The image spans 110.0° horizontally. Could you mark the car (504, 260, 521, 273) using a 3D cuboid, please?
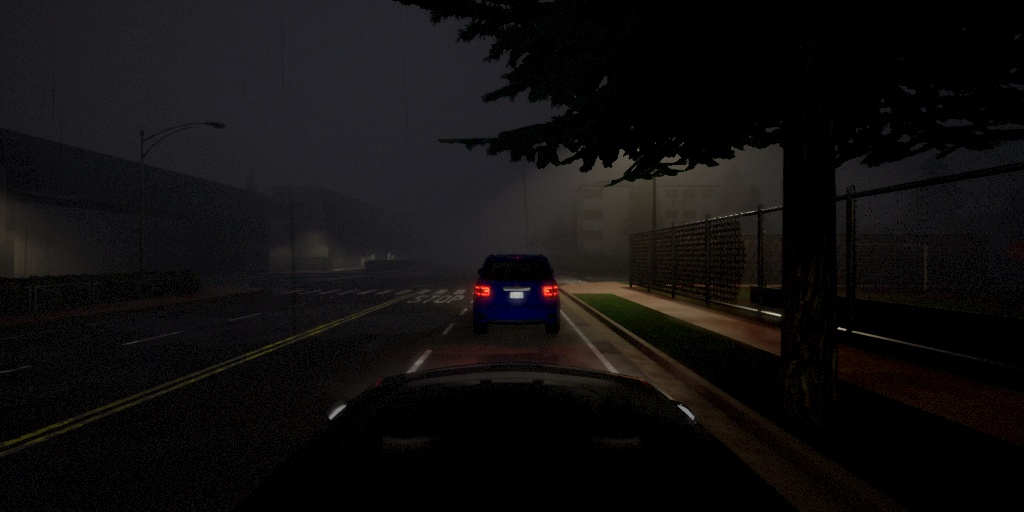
[{"bbox_3d":[0.025,1.242,45.614,2.128,1.511,4.902,0,0,0],"label":"car"}]

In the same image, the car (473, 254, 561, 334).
[{"bbox_3d":[0.115,0.972,10.738,2.150,2.045,5.566,0,0,0],"label":"car"}]
